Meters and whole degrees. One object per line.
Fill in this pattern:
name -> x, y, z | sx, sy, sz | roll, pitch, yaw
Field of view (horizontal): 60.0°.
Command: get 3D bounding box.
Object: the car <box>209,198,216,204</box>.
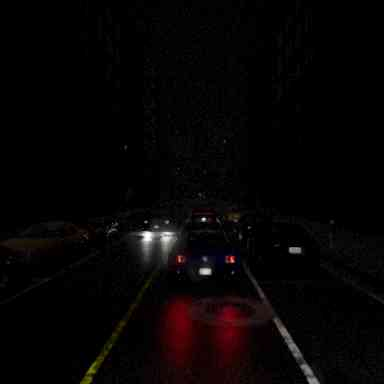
car -> 5.682, 2.436, 92.216 | 1.967, 1.590, 4.097 | 0, -1, 2

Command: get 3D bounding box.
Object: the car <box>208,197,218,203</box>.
car -> 5.317, 2.324, 81.313 | 1.967, 1.590, 4.097 | 0, -1, 2

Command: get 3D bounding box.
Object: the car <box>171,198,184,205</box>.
car -> -3.250, 2.251, 65.235 | 2.008, 1.369, 4.403 | 0, -1, 2

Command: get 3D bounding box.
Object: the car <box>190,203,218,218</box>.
car -> 0.932, 1.793, 26.130 | 1.837, 1.490, 4.892 | 0, -2, 2

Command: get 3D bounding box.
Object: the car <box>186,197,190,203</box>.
car -> -2.339, 2.548, 92.489 | 1.947, 1.339, 4.313 | 0, -1, 2

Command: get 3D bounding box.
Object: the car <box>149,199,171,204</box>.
car -> -4.133, 1.733, 38.791 | 2.192, 1.841, 5.009 | 0, -1, 2

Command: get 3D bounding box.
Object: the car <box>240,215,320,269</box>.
car -> 2.983, 1.703, 11.463 | 1.947, 1.339, 4.313 | 0, -1, 2

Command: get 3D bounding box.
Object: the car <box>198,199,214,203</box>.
car -> 1.258, 1.912, 39.292 | 1.882, 1.535, 5.008 | 0, -1, 1

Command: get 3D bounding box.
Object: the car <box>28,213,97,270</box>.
car -> -5.043, 1.647, 11.571 | 1.752, 1.417, 4.829 | 0, -1, 2

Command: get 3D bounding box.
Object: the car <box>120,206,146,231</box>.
car -> -4.676, 1.794, 22.560 | 2.008, 1.369, 4.403 | 0, -1, 2

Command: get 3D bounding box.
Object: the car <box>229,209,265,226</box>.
car -> 3.164, 1.764, 16.873 | 1.947, 1.339, 4.313 | 0, -1, 2

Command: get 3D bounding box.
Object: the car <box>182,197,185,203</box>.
car -> -3.068, 2.302, 70.687 | 1.887, 1.381, 4.507 | 0, -1, 2

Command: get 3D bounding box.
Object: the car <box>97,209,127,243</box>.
car -> -4.857, 1.766, 17.150 | 1.802, 1.307, 4.206 | 0, -1, 2

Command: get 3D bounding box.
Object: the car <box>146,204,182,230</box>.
car -> -2.111, 1.803, 23.219 | 2.033, 1.411, 5.357 | 0, -1, 2

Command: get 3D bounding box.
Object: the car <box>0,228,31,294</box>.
car -> -5.218, 1.628, 6.331 | 1.947, 1.339, 4.313 | 0, -1, 2

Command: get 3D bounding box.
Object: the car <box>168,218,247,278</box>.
car -> 0.413, 1.722, 10.522 | 1.895, 1.301, 4.718 | 0, -1, 2

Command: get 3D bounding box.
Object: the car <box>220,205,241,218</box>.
car -> 3.531, 1.842, 27.863 | 1.752, 1.417, 4.829 | 0, -1, 2
